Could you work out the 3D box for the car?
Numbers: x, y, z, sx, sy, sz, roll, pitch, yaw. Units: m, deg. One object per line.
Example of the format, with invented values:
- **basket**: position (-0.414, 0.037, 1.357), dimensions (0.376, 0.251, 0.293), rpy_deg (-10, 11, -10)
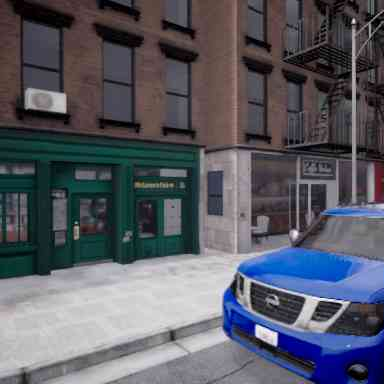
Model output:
- **car**: position (3.059, 1.221, 5.270), dimensions (5.566, 2.045, 2.150), rpy_deg (0, 0, -36)
